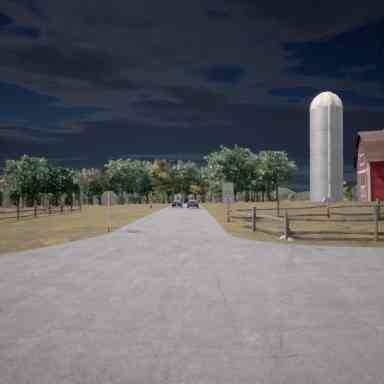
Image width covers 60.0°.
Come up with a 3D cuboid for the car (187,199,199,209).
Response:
[{"bbox_3d":[0.152,1.929,54.470,1.837,1.490,4.892,0,-1,0],"label":"car"}]

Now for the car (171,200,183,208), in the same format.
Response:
[{"bbox_3d":[-2.584,2.038,59.087,2.033,1.411,5.357,0,-1,0],"label":"car"}]
